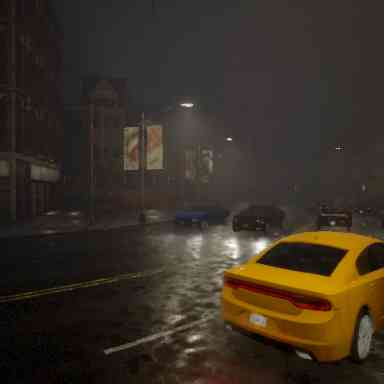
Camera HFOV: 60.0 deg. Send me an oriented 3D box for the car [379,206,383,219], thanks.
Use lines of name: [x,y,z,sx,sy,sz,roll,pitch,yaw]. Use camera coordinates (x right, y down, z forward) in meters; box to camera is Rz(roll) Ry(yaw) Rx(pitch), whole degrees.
car: [11.833,1.499,18.756,1.837,1.490,4.892,0,1,25]

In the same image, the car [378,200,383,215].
car: [19.098,1.507,30.595,2.002,1.452,4.674,0,0,11]

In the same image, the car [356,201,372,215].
car: [16.509,1.584,33.956,1.895,1.301,4.718,0,0,9]

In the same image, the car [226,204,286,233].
car: [3.980,1.465,19.084,1.882,1.535,5.008,0,0,30]

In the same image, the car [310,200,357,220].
car: [8.803,1.481,20.517,2.128,1.511,4.902,0,0,25]

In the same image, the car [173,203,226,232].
car: [0.734,1.461,20.441,1.882,1.535,5.008,0,0,30]

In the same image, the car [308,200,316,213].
car: [12.874,1.529,33.200,2.033,1.411,5.357,0,0,10]

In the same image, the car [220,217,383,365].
car: [2.624,1.475,5.996,5.008,1.535,1.882,-1,1,-44]
